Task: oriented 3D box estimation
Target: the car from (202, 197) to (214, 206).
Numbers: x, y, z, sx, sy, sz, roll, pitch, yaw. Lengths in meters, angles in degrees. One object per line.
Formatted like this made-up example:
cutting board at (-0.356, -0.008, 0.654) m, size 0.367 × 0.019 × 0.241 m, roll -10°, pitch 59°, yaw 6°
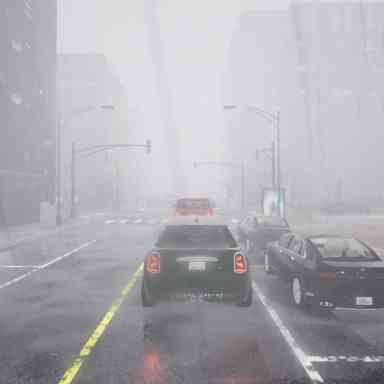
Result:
car at (2.683, 1.603, 56.967) m, size 1.802 × 1.307 × 4.206 m, roll 1°, pitch 0°, yaw 0°

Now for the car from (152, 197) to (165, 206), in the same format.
car at (-5.697, 1.566, 57.005) m, size 1.887 × 1.381 × 4.507 m, roll 1°, pitch 0°, yaw 0°

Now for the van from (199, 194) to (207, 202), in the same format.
van at (2.678, 1.373, 79.253) m, size 1.690 × 1.788 × 3.998 m, roll 1°, pitch 0°, yaw 0°

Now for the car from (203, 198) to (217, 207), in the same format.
car at (2.684, 1.585, 51.396) m, size 1.947 × 1.339 × 4.313 m, roll 1°, pitch 0°, yaw 0°

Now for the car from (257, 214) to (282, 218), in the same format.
car at (2.826, 1.555, 13.204) m, size 2.008 × 1.369 × 4.403 m, roll 1°, pitch 0°, yaw 0°

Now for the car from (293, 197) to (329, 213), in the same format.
car at (13.448, 1.520, 35.637) m, size 4.718 × 1.301 × 1.895 m, roll 0°, pitch -1°, yaw 0°

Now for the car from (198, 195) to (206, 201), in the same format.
car at (2.672, 1.582, 90.394) m, size 1.887 × 1.381 × 4.507 m, roll 1°, pitch 0°, yaw 0°

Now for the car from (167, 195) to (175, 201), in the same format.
car at (-5.708, 1.603, 90.431) m, size 1.947 × 1.339 × 4.313 m, roll 1°, pitch 0°, yaw 0°

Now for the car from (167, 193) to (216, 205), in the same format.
car at (0.082, 1.228, 17.601) m, size 2.150 × 2.045 × 5.566 m, roll 0°, pitch 0°, yaw 0°

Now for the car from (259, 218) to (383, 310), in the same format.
car at (2.828, 1.553, 7.634) m, size 2.008 × 1.369 × 4.403 m, roll 1°, pitch 0°, yaw 0°

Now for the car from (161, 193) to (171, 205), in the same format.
car at (-3.137, 1.240, 51.086) m, size 2.150 × 2.045 × 5.566 m, roll 0°, pitch 0°, yaw 0°

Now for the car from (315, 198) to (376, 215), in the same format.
car at (13.694, 1.413, 29.838) m, size 4.206 × 1.307 × 1.802 m, roll 0°, pitch 0°, yaw 0°

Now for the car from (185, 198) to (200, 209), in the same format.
car at (0.050, 1.540, 46.385) m, size 1.812 × 1.442 × 4.674 m, roll 0°, pitch 0°, yaw -2°

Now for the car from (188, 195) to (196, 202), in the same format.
car at (-0.026, 1.533, 80.875) m, size 1.837 × 1.490 × 4.892 m, roll 0°, pitch 0°, yaw 0°

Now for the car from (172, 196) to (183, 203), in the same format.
car at (-3.023, 1.553, 70.725) m, size 2.128 × 1.511 × 4.902 m, roll 0°, pitch 0°, yaw 0°

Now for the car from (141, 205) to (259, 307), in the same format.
car at (0.098, 1.354, 8.130) m, size 2.097 × 1.767 × 4.553 m, roll 0°, pitch 0°, yaw 0°

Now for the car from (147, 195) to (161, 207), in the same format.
car at (-5.692, 1.334, 51.434) m, size 2.192 × 1.841 × 5.009 m, roll 1°, pitch 0°, yaw 0°

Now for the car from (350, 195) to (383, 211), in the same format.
car at (19.279, 1.228, 38.182) m, size 5.009 × 1.841 × 2.192 m, roll 0°, pitch 0°, yaw 0°

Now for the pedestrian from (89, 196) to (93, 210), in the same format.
pedestrian at (-12.542, 1.348, 41.356) m, size 0.375 × 1.860 × 0.375 m, roll 0°, pitch 0°, yaw 0°

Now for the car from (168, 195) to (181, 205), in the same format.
car at (-3.088, 1.375, 60.655) m, size 2.097 × 1.767 × 4.553 m, roll 0°, pitch 0°, yaw 0°
